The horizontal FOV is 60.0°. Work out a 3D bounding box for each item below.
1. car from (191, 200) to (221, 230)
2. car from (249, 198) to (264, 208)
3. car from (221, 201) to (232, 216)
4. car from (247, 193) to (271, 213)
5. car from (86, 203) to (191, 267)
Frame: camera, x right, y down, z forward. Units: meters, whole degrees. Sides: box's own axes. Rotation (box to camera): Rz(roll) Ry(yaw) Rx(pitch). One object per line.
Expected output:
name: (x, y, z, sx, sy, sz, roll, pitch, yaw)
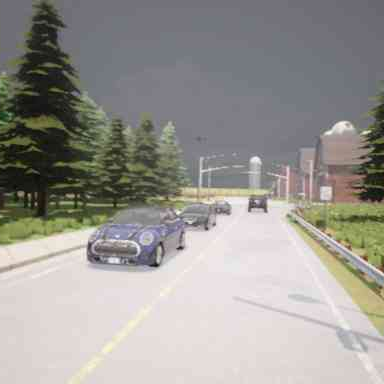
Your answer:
car: (0.409, 1.452, 20.794, 1.837, 1.490, 4.892, 2, 0, 12)
car: (9.778, 1.647, 50.806, 2.033, 1.411, 5.357, 2, 0, 10)
car: (2.861, 1.537, 33.055, 1.994, 1.385, 4.181, 2, 0, 11)
car: (7.731, 1.302, 39.244, 2.150, 2.045, 5.566, 2, 0, 10)
car: (-1.641, 1.275, 11.216, 2.097, 1.767, 4.553, 2, 0, 12)
